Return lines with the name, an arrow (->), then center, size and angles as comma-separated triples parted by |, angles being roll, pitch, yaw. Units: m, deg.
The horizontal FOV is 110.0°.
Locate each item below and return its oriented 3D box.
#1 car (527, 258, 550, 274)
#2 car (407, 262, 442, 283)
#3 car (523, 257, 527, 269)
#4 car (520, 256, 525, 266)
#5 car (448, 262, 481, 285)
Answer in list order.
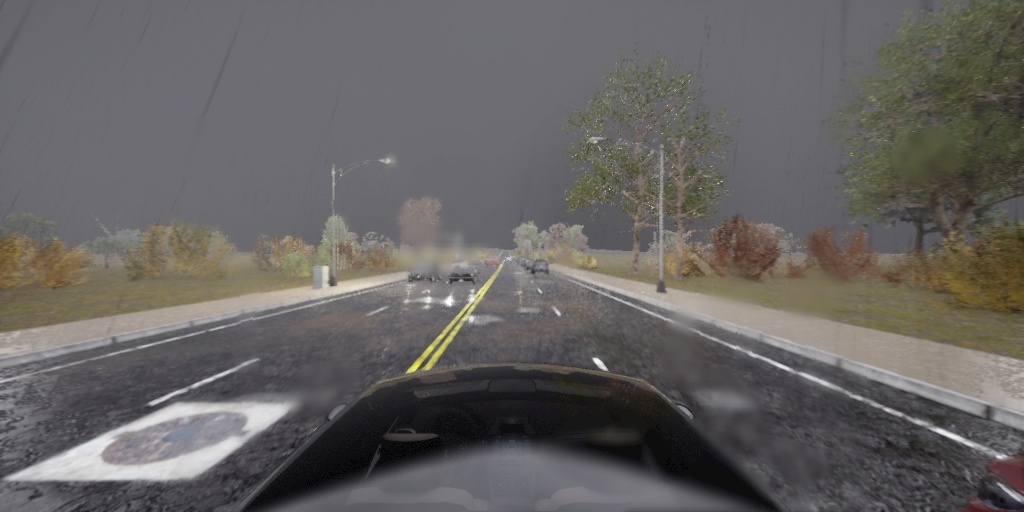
car -> 3.094, 1.164, 40.193 | 2.033, 1.649, 4.856 | 0, 0, 0
car -> -6.658, 1.252, 27.809 | 1.837, 1.490, 4.892 | 0, 0, 0
car -> 2.995, 1.285, 51.203 | 1.994, 1.385, 4.181 | 0, 0, -1
car -> 2.872, 1.233, 62.214 | 1.812, 1.442, 4.674 | 0, 0, -1
car -> -3.406, 1.345, 26.228 | 1.895, 1.301, 4.718 | 0, 0, 0
